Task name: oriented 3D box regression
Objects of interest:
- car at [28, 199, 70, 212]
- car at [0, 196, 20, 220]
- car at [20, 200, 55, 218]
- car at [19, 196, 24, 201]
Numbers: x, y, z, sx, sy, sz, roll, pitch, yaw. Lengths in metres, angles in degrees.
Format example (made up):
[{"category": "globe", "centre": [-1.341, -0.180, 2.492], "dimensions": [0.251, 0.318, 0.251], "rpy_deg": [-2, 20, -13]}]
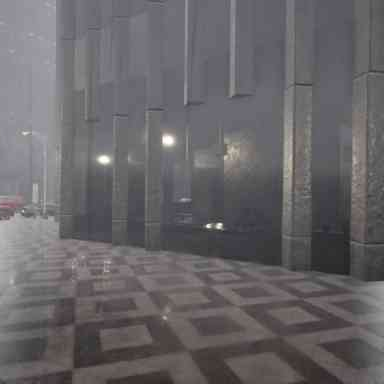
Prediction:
[{"category": "car", "centre": [-17.501, 1.634, 40.885], "dimensions": [1.947, 1.339, 4.313], "rpy_deg": [1, 0, 35]}, {"category": "car", "centre": [-17.106, 1.463, 26.738], "dimensions": [2.192, 1.841, 5.009], "rpy_deg": [1, 0, 35]}, {"category": "car", "centre": [-13.836, 1.742, 31.336], "dimensions": [1.947, 1.339, 4.313], "rpy_deg": [1, 0, 35]}, {"category": "car", "centre": [-20.771, 1.353, 36.288], "dimensions": [2.192, 1.841, 5.009], "rpy_deg": [1, 0, 35]}]
